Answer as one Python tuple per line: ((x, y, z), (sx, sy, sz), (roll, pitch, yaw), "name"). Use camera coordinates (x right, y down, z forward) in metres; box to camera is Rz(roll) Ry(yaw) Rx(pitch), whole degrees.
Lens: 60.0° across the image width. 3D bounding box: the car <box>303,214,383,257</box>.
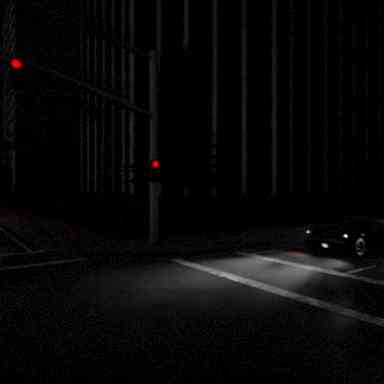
((6.436, 1.550, 12.883), (4.718, 1.301, 1.895), (0, 0, -35), "car")
